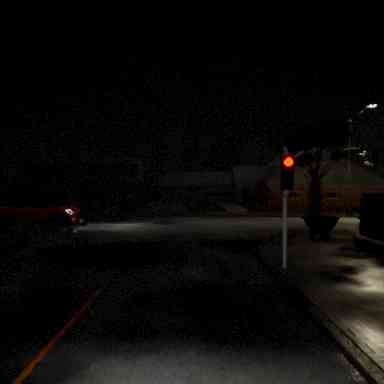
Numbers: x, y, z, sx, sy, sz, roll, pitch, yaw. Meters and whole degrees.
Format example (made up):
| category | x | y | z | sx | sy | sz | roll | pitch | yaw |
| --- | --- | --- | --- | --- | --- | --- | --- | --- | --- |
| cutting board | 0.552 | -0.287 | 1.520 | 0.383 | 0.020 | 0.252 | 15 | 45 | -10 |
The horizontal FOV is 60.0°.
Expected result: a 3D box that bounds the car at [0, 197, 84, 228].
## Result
| category | x | y | z | sx | sy | sz | roll | pitch | yaw |
| --- | --- | --- | --- | --- | --- | --- | --- | --- | --- |
| car | -8.629 | 1.079 | 19.145 | 4.553 | 1.767 | 2.097 | 0 | 1 | 0 |
